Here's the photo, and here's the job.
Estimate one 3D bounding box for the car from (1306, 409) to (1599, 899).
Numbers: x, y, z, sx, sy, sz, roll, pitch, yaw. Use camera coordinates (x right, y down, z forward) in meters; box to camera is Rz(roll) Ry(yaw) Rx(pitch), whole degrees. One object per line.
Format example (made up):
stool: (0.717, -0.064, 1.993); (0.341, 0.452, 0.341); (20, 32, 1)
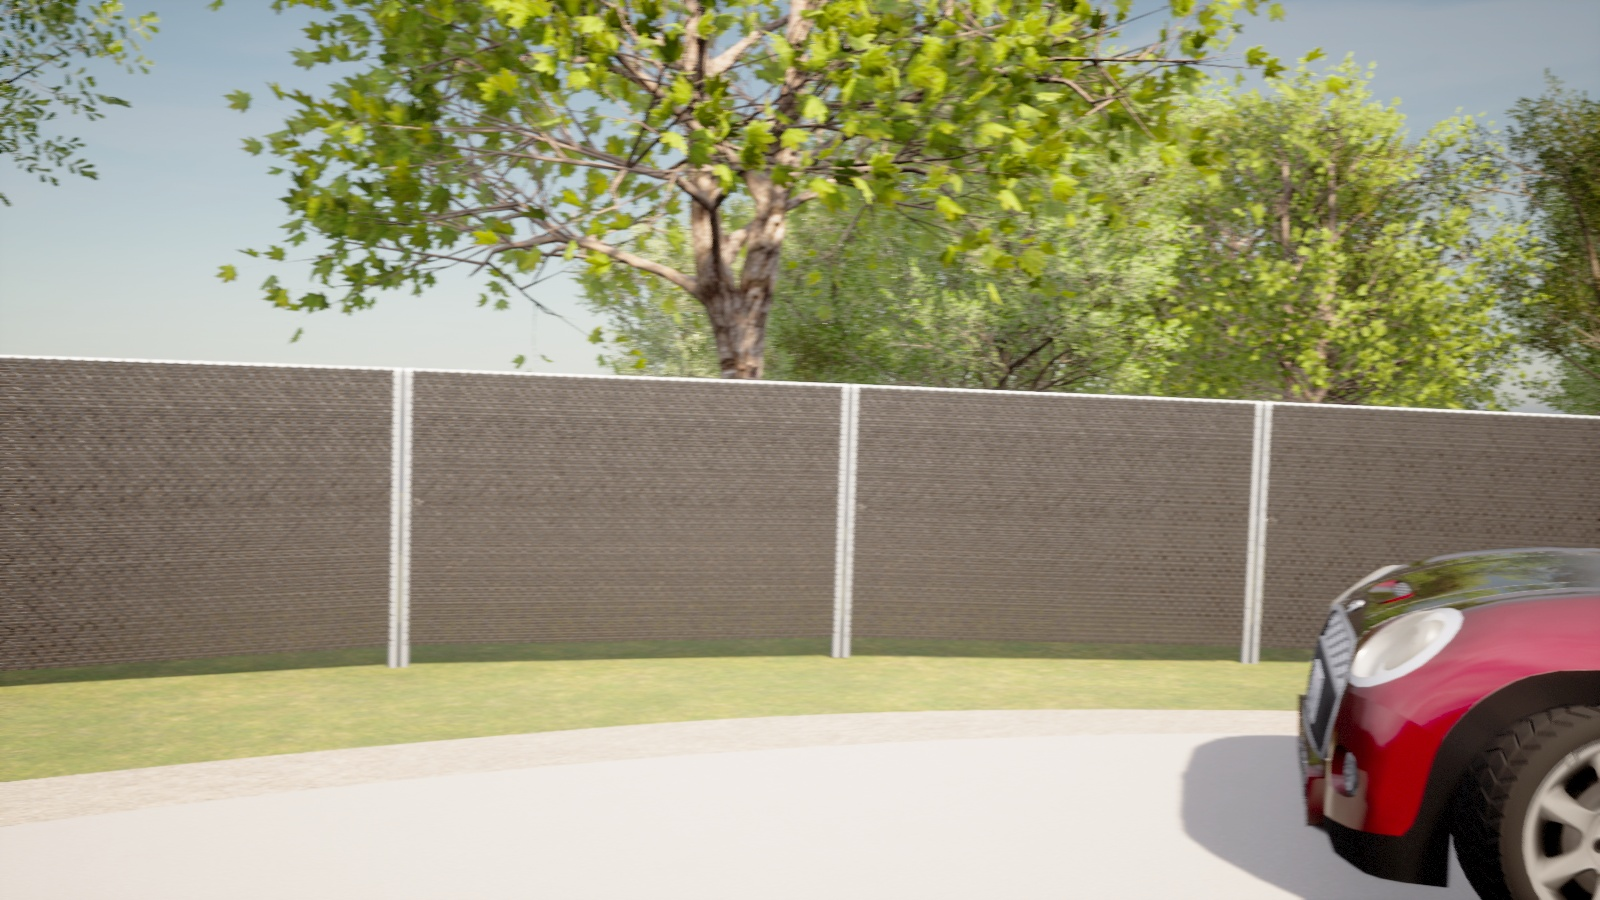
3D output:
car: (3.692, 0.602, 3.986); (3.806, 1.475, 1.970); (0, 2, 20)
